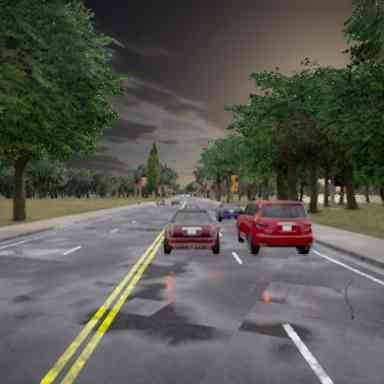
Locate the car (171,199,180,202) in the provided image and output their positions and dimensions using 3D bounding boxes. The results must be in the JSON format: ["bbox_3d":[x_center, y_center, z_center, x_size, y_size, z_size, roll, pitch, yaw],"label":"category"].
[{"bbox_3d":[-3.501,2.202,70.973,2.033,1.411,5.357,0,-1,0],"label":"car"}]

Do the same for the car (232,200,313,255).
[{"bbox_3d":[3.242,1.350,14.027,2.150,2.045,5.566,0,0,0],"label":"car"}]

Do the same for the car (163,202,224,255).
[{"bbox_3d":[-0.007,1.484,14.085,2.097,1.767,4.553,0,-1,0],"label":"car"}]

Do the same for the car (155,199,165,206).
[{"bbox_3d":[-6.751,2.187,70.948,2.128,1.511,4.902,0,-1,0],"label":"car"}]

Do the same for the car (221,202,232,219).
[{"bbox_3d":[3.212,1.624,29.101,2.097,1.767,4.553,0,-1,0],"label":"car"}]

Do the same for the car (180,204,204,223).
[{"bbox_3d":[-0.034,1.841,29.339,1.994,1.385,4.181,0,0,0],"label":"car"}]
